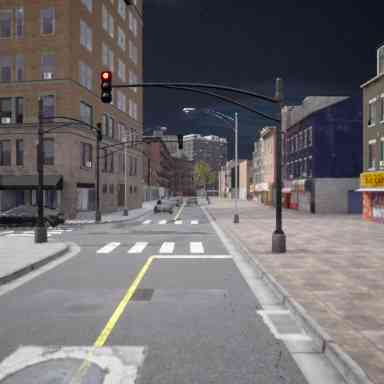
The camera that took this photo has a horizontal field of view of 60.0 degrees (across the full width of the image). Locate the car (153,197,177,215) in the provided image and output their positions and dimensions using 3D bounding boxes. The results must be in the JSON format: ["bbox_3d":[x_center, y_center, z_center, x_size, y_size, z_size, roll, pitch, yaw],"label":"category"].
[{"bbox_3d":[-2.874,1.509,34.172,1.837,1.490,4.892,0,0,0],"label":"car"}]

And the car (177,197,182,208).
[{"bbox_3d":[-2.883,1.576,49.459,1.994,1.385,4.181,0,0,0],"label":"car"}]

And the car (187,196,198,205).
[{"bbox_3d":[0.051,1.508,59.333,2.128,1.511,4.902,0,0,0],"label":"car"}]

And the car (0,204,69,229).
[{"bbox_3d":[-10.267,1.547,20.697,4.892,1.490,1.837,0,3,-1],"label":"car"}]
